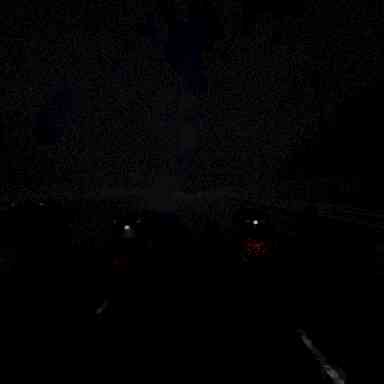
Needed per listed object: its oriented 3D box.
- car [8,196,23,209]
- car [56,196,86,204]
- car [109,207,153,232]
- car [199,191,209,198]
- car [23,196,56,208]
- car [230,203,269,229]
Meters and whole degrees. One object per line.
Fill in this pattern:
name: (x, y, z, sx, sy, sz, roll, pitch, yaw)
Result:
car: (-21.080, 1.279, 41.604, 2.128, 1.511, 4.902, 0, 0, 0)
car: (-14.088, 1.306, 39.959, 1.837, 1.490, 4.892, 0, 0, 0)
car: (-3.401, 1.555, 19.635, 1.895, 1.301, 4.718, 0, 0, 0)
car: (3.497, 0.968, 87.508, 1.994, 1.385, 4.181, 0, 0, 0)
car: (-17.589, 1.281, 39.440, 1.882, 1.535, 5.008, 0, 0, 0)
car: (3.599, 1.448, 21.205, 1.837, 1.490, 4.892, 0, 0, 0)
